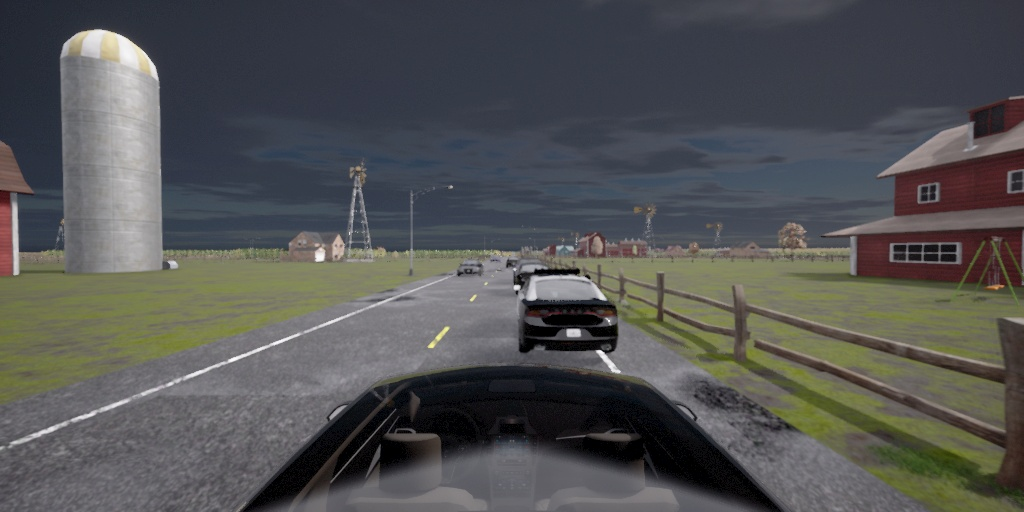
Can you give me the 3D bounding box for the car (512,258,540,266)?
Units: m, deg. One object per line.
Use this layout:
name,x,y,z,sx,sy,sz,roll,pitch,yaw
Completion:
car,1.106,1.050,18.670,1.882,1.535,5.008,0,1,0

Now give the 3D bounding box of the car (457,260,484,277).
car,-3.502,1.019,30.882,1.994,1.385,4.181,0,1,0

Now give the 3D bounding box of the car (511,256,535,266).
car,1.123,0.865,24.640,2.097,1.767,4.553,0,1,0

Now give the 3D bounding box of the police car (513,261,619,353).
police car,1.075,1.100,8.779,1.930,1.638,5.238,0,1,0

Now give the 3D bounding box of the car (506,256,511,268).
car,0.197,0.777,47.611,1.882,1.535,5.008,0,1,1
